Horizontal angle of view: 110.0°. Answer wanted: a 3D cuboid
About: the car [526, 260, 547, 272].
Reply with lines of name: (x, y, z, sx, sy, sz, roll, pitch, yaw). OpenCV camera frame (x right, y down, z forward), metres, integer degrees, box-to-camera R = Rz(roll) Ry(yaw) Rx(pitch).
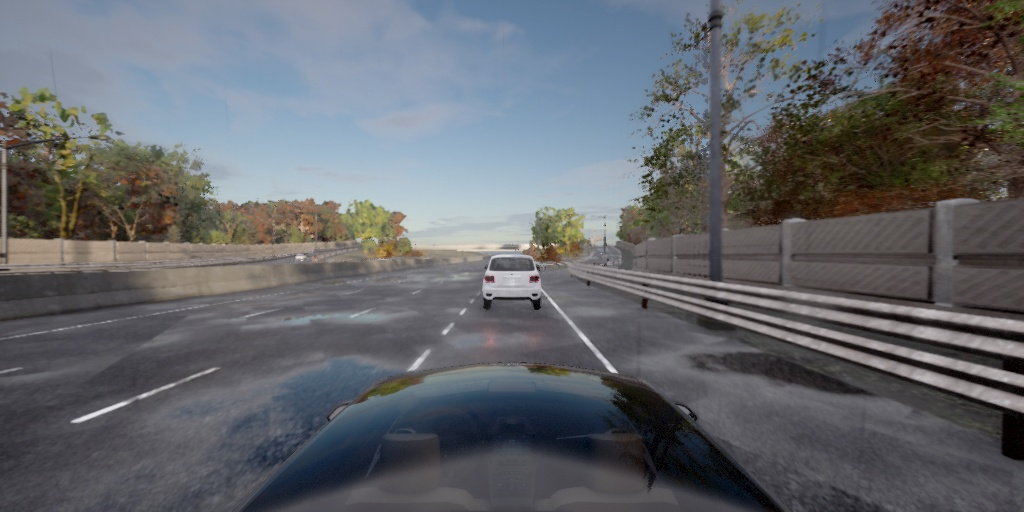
car: (3.284, 1.387, 47.485, 1.812, 1.442, 4.674, 2, -2, 15)

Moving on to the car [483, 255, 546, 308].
car: (0.000, 0.963, 15.152, 2.150, 2.045, 5.566, 0, 0, 0)
